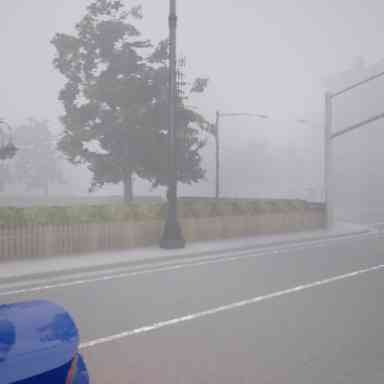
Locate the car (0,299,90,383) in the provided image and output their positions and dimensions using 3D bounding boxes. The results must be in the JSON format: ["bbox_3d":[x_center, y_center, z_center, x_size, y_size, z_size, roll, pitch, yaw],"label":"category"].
[{"bbox_3d":[-3.135,1.475,1.743,5.008,1.535,1.882,0,0,-36],"label":"car"}]

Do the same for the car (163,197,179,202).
[{"bbox_3d":[-3.796,1.582,55.547,1.812,1.442,4.674,0,0,-34],"label":"car"}]
